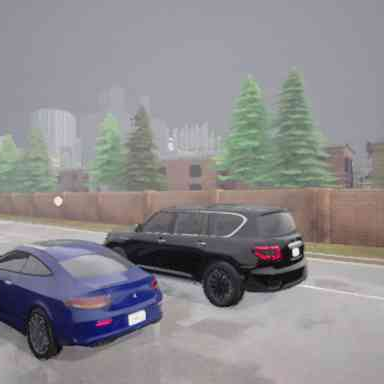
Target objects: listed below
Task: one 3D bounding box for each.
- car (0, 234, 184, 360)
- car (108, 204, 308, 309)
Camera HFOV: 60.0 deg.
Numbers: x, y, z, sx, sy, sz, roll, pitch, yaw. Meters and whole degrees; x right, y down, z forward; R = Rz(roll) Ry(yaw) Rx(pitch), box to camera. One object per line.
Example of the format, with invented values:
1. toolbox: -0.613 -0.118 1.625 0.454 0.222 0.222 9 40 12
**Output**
1. car: -2.557 1.609 6.088 4.674 1.442 1.812 -1 -1 39
2. car: 0.025 1.330 8.424 5.566 2.045 2.150 -1 -1 39
